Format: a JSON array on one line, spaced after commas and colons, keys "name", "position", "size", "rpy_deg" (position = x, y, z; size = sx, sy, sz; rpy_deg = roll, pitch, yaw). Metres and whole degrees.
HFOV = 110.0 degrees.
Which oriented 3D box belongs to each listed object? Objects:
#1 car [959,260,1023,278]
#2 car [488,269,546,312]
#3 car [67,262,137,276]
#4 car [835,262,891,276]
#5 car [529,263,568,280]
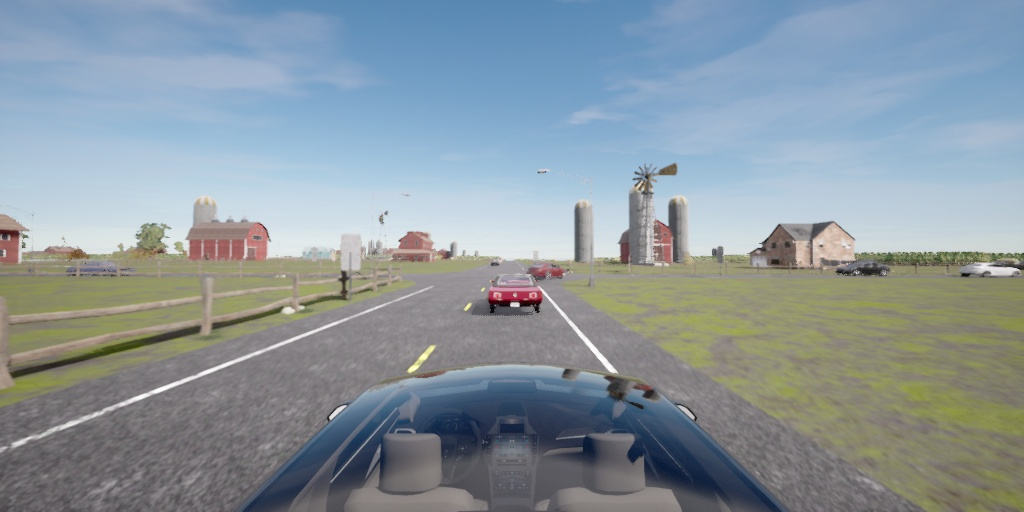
[{"name": "car", "position": [47.843, 1.417, 35.988], "size": [4.674, 1.442, 1.812], "rpy_deg": [0, -1, 0]}, {"name": "car", "position": [0.108, 1.360, 14.321], "size": [1.895, 1.301, 4.718], "rpy_deg": [0, 0, 0]}, {"name": "car", "position": [-40.804, 1.250, 35.708], "size": [5.357, 1.411, 2.033], "rpy_deg": [0, -1, 0]}, {"name": "car", "position": [37.948, 1.415, 38.832], "size": [4.892, 1.490, 1.837], "rpy_deg": [0, -1, 0]}, {"name": "car", "position": [3.139, 1.307, 31.584], "size": [1.812, 1.442, 4.674], "rpy_deg": [-1, -1, 39]}]
